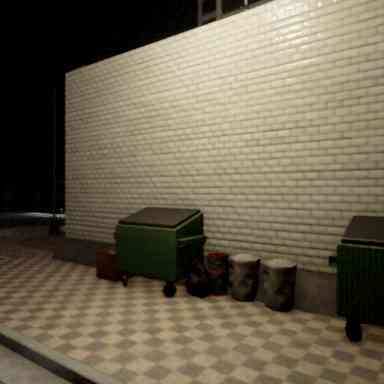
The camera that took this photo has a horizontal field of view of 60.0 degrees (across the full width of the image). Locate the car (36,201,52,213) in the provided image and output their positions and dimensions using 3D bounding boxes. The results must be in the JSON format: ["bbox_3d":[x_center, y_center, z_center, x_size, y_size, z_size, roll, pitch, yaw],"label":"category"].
[{"bbox_3d":[-14.535,1.515,36.031,1.994,1.385,4.181,0,0,36],"label":"car"}]

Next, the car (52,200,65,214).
[{"bbox_3d":[-11.628,1.526,34.079,1.994,1.385,4.181,0,0,36],"label":"car"}]
